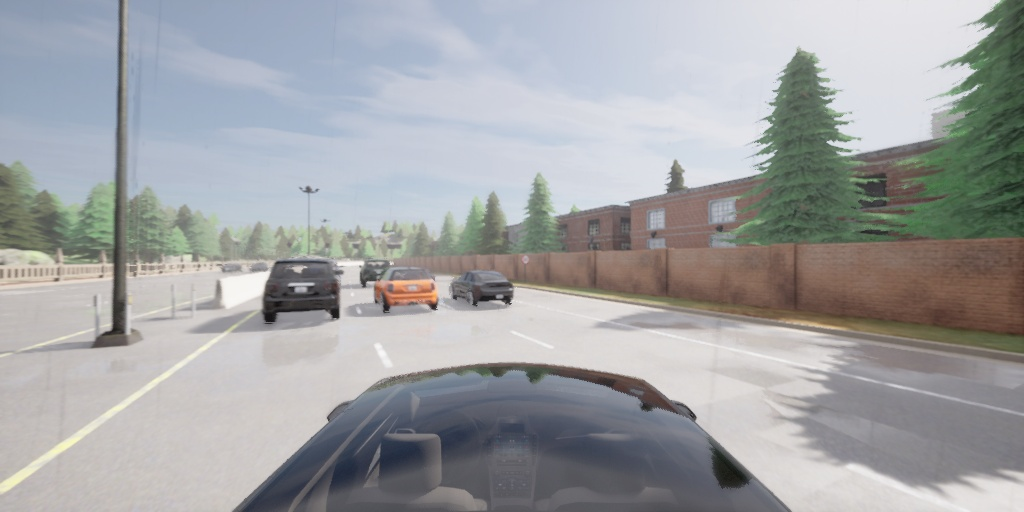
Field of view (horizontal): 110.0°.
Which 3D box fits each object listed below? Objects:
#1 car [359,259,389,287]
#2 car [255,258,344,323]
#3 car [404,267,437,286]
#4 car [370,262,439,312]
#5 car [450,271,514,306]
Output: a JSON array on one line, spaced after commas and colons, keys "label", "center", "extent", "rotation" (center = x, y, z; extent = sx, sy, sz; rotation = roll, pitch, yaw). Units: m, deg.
[{"label": "car", "center": [-10.591, 1.272, 27.911], "extent": [2.150, 2.045, 5.566], "rotation": [0, 0, -25]}, {"label": "car", "center": [-7.417, 1.100, 13.026], "extent": [2.150, 2.045, 5.566], "rotation": [0, 0, -26]}, {"label": "car", "center": [-7.746, 1.640, 30.110], "extent": [1.994, 1.385, 4.181], "rotation": [0, -1, -24]}, {"label": "car", "center": [-4.645, 1.257, 15.358], "extent": [2.097, 1.767, 4.553], "rotation": [0, -1, -26]}, {"label": "car", "center": [-1.549, 1.435, 16.989], "extent": [1.837, 1.490, 4.892], "rotation": [0, 0, -26]}]
